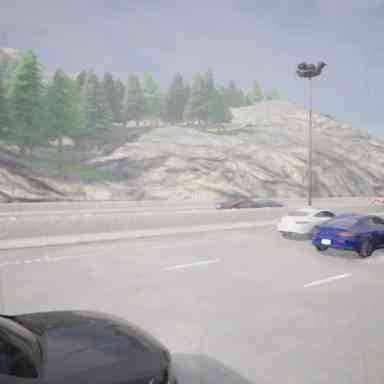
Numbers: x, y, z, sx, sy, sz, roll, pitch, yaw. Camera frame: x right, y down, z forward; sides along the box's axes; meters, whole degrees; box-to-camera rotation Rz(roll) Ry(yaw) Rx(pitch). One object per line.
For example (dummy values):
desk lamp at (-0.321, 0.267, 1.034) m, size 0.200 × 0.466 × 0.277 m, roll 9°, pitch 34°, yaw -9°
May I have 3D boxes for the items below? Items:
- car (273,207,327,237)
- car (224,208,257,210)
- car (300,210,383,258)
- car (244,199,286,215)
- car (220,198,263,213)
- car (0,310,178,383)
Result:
car at (6.320, 1.542, 16.939) m, size 4.674 × 1.442 × 1.812 m, roll 0°, pitch 0°, yaw -36°
car at (5.186, 1.596, 29.307) m, size 4.181 × 1.385 × 1.994 m, roll 0°, pitch 0°, yaw -36°
car at (6.458, 1.537, 12.726) m, size 4.674 × 1.442 × 1.812 m, roll 0°, pitch 0°, yaw -36°
car at (7.844, 1.564, 35.537) m, size 4.674 × 1.442 × 1.812 m, roll 0°, pitch 0°, yaw -36°
car at (5.761, 1.521, 38.349) m, size 5.008 × 1.535 × 1.882 m, roll 0°, pitch 0°, yaw -36°
car at (-2.361, 1.509, 2.133) m, size 4.892 × 1.490 × 1.837 m, roll 0°, pitch 0°, yaw -35°
